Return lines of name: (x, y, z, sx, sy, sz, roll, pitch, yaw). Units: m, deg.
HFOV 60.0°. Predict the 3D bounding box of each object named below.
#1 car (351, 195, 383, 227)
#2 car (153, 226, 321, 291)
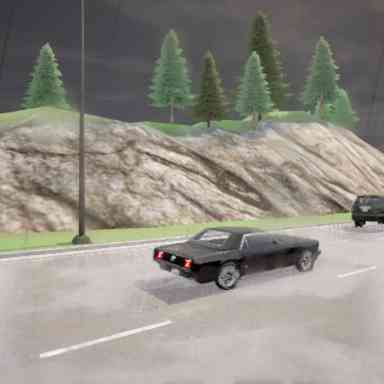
car: (12.419, 1.215, 21.237, 5.566, 2.045, 2.150, 1, -1, -36)
car: (1.418, 1.600, 9.060, 4.718, 1.301, 1.895, 0, 0, -36)
